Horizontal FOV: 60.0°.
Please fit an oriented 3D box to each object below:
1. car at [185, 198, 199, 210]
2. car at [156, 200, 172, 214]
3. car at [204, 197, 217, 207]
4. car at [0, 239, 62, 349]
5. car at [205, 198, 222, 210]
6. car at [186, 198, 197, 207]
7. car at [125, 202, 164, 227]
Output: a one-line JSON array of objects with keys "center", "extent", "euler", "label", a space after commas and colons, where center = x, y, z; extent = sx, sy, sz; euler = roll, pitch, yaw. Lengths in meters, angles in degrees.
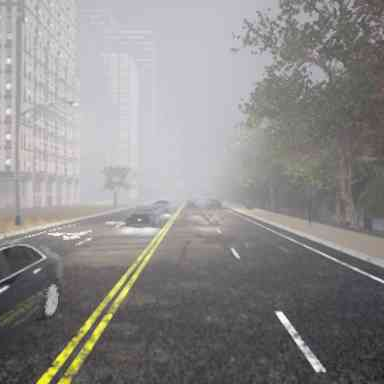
[{"center": [-0.062, 1.735, 47.393], "extent": [2.033, 1.411, 5.357], "euler": [0, 0, 0], "label": "car"}, {"center": [-3.380, 1.641, 37.853], "extent": [1.812, 1.442, 4.674], "euler": [0, 0, 0], "label": "car"}, {"center": [3.174, 1.742, 57.792], "extent": [1.882, 1.535, 5.008], "euler": [0, 0, 0], "label": "car"}, {"center": [-3.354, 1.492, 4.438], "extent": [1.837, 1.490, 4.892], "euler": [0, 0, 0], "label": "car"}, {"center": [3.187, 1.717, 47.398], "extent": [1.837, 1.490, 4.892], "euler": [0, 0, 0], "label": "car"}, {"center": [-0.076, 1.765, 57.787], "extent": [1.812, 1.442, 4.674], "euler": [0, 0, 0], "label": "car"}, {"center": [-3.369, 1.610, 23.318], "extent": [1.994, 1.385, 4.181], "euler": [0, 0, 0], "label": "car"}]
